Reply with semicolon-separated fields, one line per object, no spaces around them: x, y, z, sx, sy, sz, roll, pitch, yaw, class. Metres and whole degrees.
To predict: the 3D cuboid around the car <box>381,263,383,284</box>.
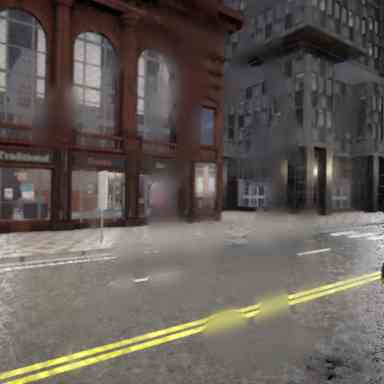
6.391;1.634;7.988;4.181;1.385;1.994;0;0;-36;car
